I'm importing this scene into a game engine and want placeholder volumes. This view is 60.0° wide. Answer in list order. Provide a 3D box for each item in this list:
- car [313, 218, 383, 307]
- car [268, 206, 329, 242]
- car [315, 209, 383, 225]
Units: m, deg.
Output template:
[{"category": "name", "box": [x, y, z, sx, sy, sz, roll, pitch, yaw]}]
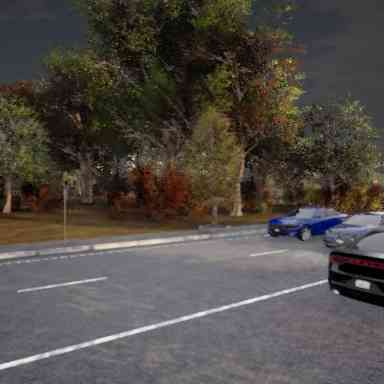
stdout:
[{"category": "car", "box": [5.050, 1.494, 7.350, 5.008, 1.535, 1.882, 0, 0, -35]}, {"category": "car", "box": [5.971, 1.506, 16.851, 5.008, 1.535, 1.882, 0, 0, -35]}, {"category": "car", "box": [7.284, 1.552, 13.488, 4.674, 1.442, 1.812, 0, 0, -35]}]
